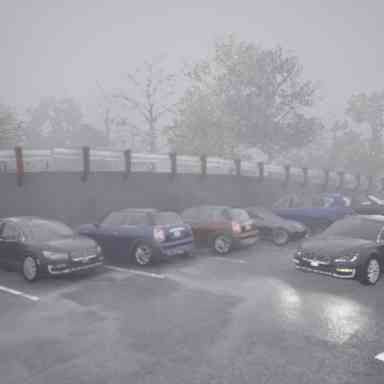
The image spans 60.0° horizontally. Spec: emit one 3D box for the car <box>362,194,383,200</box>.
[{"bbox_3d":[10.122,1.103,20.189,5.566,2.045,2.435,-1,-1,35],"label":"car"}]

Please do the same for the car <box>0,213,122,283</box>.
[{"bbox_3d":[-4.669,1.477,9.693,4.892,1.521,2.231,-1,-1,34],"label":"car"}]

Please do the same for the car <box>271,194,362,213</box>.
[{"bbox_3d":[5.150,1.145,16.719,5.566,2.045,2.435,-1,0,34],"label":"car"}]

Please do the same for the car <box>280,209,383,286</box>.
[{"bbox_3d":[4.894,1.444,9.320,4.892,1.490,1.837,0,0,-35],"label":"car"}]

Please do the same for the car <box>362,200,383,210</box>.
[{"bbox_3d":[7.794,1.370,18.353,5.366,1.575,1.946,-1,-1,34],"label":"car"}]

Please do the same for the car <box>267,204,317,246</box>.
[{"bbox_3d":[2.743,1.445,14.928,4.792,1.488,2.163,-1,-1,35],"label":"car"}]

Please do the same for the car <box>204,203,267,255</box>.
[{"bbox_3d":[0.278,1.310,13.175,4.553,1.767,2.185,-1,0,34],"label":"car"}]

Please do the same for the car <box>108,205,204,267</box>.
[{"bbox_3d":[-2.184,1.330,11.410,4.553,1.767,2.185,-1,0,35],"label":"car"}]
